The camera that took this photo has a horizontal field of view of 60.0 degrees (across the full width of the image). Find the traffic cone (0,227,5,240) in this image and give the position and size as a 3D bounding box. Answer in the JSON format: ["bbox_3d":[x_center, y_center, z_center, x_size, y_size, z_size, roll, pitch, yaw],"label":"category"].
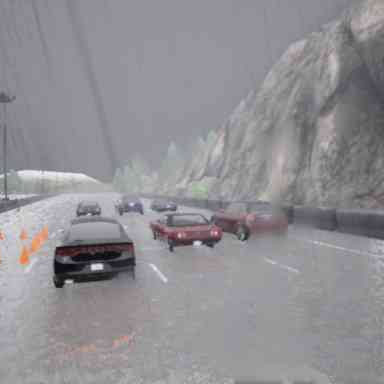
[{"bbox_3d":[-9.106,1.981,15.818,0.340,0.580,0.340,-1,1,-19],"label":"traffic cone"}]

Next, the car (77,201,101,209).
[{"bbox_3d":[-8.738,1.445,28.171,1.895,1.301,4.718,-1,1,-18],"label":"car"}]

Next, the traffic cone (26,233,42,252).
[{"bbox_3d":[-5.989,1.960,12.616,0.340,0.580,0.340,-1,1,-18],"label":"traffic cone"}]

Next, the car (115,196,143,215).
[{"bbox_3d":[-5.817,1.111,30.511,2.097,1.767,4.553,-1,1,-18],"label":"car"}]

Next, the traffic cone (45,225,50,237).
[{"bbox_3d":[-7.204,1.941,16.427,0.340,0.580,0.340,-1,1,-18],"label":"traffic cone"}]

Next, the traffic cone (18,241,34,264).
[{"bbox_3d":[-5.382,1.970,10.710,0.340,0.580,0.340,-1,1,-18],"label":"traffic cone"}]

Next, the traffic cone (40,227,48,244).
[{"bbox_3d":[-6.597,1.951,14.521,0.340,0.580,0.340,-1,1,-18],"label":"traffic cone"}]

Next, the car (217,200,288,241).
[{"bbox_3d":[2.532,1.172,15.844,2.097,1.767,4.553,-1,1,-18],"label":"car"}]

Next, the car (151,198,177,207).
[{"bbox_3d":[-2.801,1.242,32.585,1.994,1.385,4.181,-1,1,-18],"label":"car"}]

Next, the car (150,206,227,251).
[{"bbox_3d":[-0.478,1.497,13.781,1.895,1.301,4.718,-1,1,-18],"label":"car"}]

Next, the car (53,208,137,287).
[{"bbox_3d":[-2.803,1.457,9.545,1.882,1.535,5.008,-1,1,-18],"label":"car"}]

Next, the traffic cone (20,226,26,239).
[{"bbox_3d":[-8.156,1.961,16.124,0.340,0.580,0.340,-1,1,-18],"label":"traffic cone"}]
